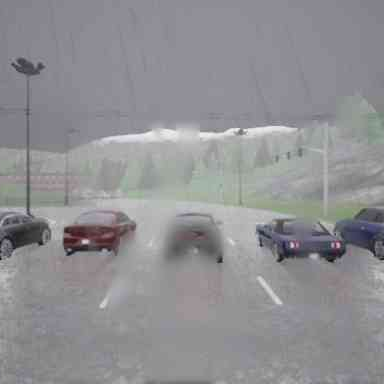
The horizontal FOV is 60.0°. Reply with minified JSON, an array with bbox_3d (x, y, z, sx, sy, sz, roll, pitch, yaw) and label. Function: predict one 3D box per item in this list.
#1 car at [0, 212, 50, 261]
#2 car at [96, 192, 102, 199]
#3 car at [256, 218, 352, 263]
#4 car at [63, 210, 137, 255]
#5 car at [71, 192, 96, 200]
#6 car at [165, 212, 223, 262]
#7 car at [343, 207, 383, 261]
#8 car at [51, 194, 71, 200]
[{"bbox_3d":[-6.935,1.466,12.241,2.128,1.511,4.902,0,0,0],"label":"car"},{"bbox_3d":[-27.522,1.358,91.299,4.181,1.385,1.994,0,0,32],"label":"car"},{"bbox_3d":[3.566,1.575,11.906,1.895,1.301,4.718,0,0,0],"label":"car"},{"bbox_3d":[-3.437,1.449,13.228,1.882,1.535,5.008,0,0,0],"label":"car"},{"bbox_3d":[-28.778,1.038,87.914,5.566,2.045,2.150,0,0,35],"label":"car"},{"bbox_3d":[0.065,1.480,12.047,1.837,1.490,4.892,0,0,0],"label":"car"},{"bbox_3d":[7.065,1.326,12.318,2.097,1.767,4.553,0,0,0],"label":"car"},{"bbox_3d":[-33.844,1.339,87.004,4.674,1.442,1.812,0,0,28],"label":"car"}]
